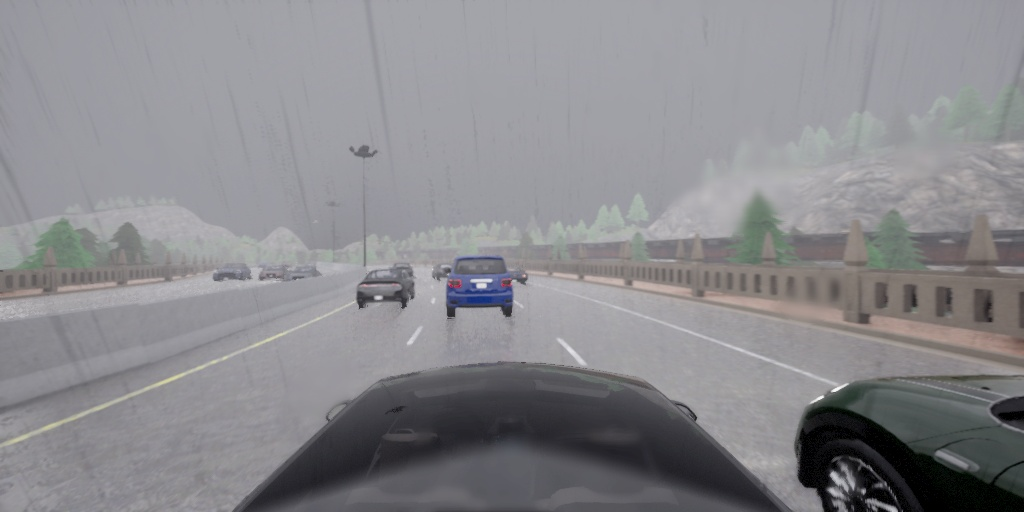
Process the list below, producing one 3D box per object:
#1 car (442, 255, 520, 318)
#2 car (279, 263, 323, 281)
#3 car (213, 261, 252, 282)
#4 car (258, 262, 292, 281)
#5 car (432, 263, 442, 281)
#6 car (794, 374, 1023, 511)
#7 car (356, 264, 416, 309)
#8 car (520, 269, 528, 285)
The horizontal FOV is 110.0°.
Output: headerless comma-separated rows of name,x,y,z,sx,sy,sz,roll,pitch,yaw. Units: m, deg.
car,-1.313,0.986,13.349,2.150,2.045,5.566,0,0,-9
car,-15.761,1.482,27.266,1.994,1.385,4.181,-1,0,-19
car,-25.504,1.392,32.834,2.097,1.767,4.553,-1,0,-25
car,-21.773,1.558,33.041,1.994,1.385,4.181,-1,0,-24
car,-5.816,1.336,31.207,1.812,1.442,4.674,-1,0,-19
car,3.307,1.076,0.947,2.097,1.767,4.553,0,0,-1
car,-5.230,1.293,15.300,2.128,1.511,4.902,-1,0,-10
car,-0.414,1.356,25.712,1.895,1.301,4.718,-1,0,-15
